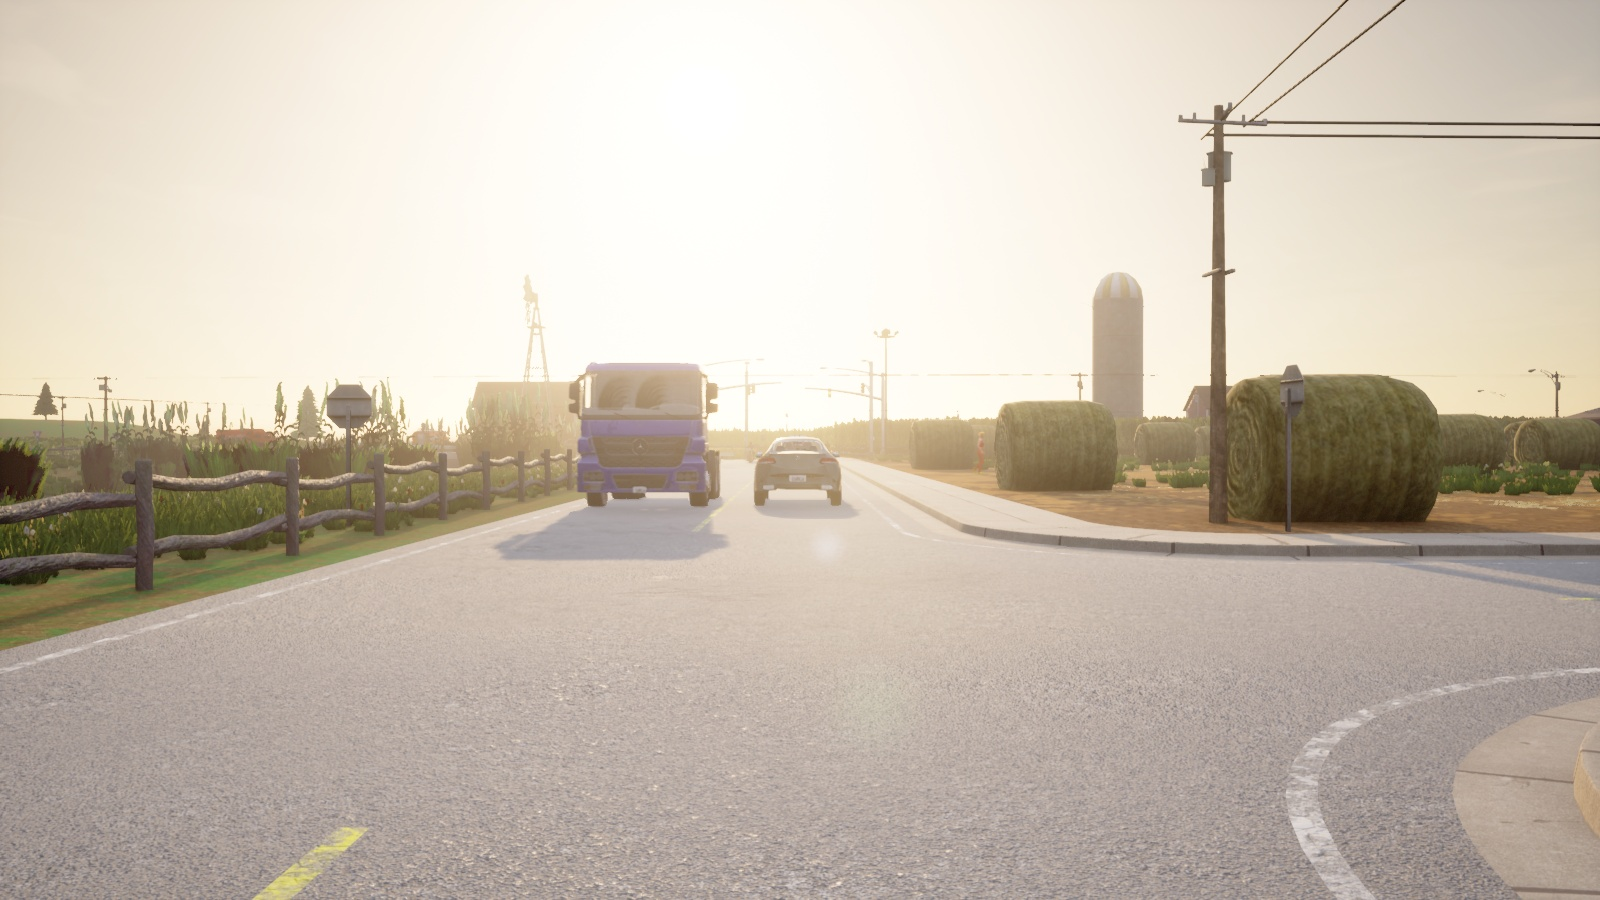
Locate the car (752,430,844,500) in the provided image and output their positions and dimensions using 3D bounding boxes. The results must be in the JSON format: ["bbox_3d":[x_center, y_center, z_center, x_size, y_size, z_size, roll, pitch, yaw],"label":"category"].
[{"bbox_3d":[-0.059,0.344,31.969,2.152,1.651,5.027,0,0,0],"label":"car"}]

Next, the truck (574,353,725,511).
[{"bbox_3d":[-3.556,-0.418,31.582,2.891,3.462,7.936,0,0,0],"label":"truck"}]

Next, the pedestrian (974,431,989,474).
[{"bbox_3d":[7.696,0.105,53.277,0.594,1.836,0.345,0,0,15],"label":"pedestrian"}]
